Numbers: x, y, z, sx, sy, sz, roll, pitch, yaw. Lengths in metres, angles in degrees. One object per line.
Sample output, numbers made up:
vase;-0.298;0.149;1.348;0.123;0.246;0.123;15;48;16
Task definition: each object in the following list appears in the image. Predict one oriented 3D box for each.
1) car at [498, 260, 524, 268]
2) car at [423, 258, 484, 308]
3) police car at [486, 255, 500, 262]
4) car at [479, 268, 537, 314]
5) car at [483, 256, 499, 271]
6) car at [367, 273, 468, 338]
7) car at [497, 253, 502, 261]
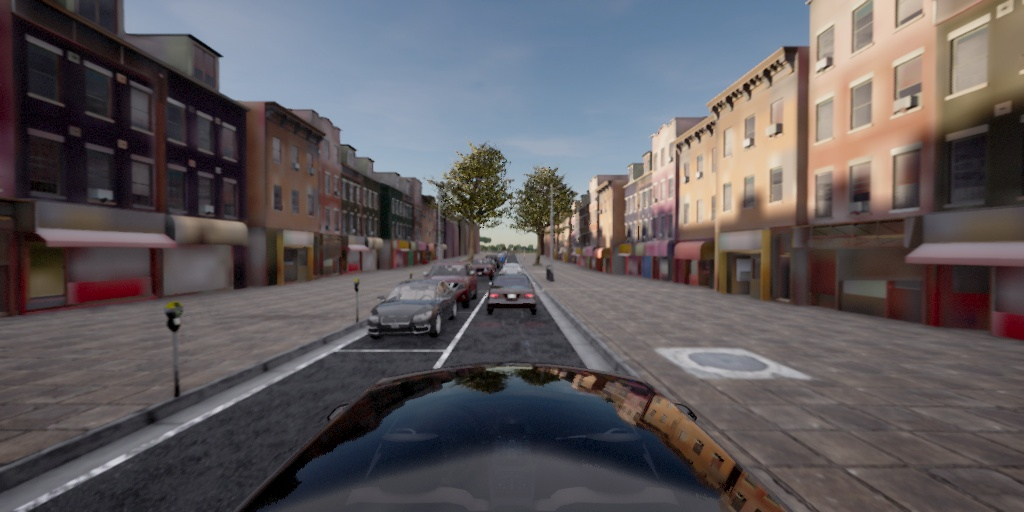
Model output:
car;0.028;1.349;30.733;1.812;1.442;4.674;0;1;1
car;-2.638;1.158;15.856;2.192;1.841;5.009;0;0;0
police car;-3.008;1.092;46.577;1.930;1.638;5.238;0;1;0
car;0.011;1.385;14.373;2.033;1.411;5.357;0;0;0
car;-2.637;1.127;32.500;2.192;1.841;5.009;0;0;0
car;-2.638;1.369;10.301;2.007;1.370;4.403;0;0;0
car;-2.980;0.801;53.493;2.150;2.045;5.566;0;1;0
